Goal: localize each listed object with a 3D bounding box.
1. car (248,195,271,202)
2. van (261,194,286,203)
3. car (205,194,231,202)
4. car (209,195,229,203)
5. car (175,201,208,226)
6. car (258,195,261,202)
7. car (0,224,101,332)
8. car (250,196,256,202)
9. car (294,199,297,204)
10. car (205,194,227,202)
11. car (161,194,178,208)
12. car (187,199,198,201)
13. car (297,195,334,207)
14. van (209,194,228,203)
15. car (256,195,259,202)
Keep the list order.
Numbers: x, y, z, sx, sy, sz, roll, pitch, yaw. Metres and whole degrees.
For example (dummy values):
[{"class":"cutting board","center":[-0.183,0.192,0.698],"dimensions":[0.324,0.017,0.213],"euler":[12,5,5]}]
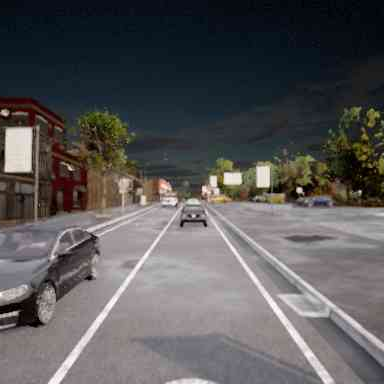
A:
[{"class":"car","center":[18.333,1.794,90.424],"dimensions":[5.566,2.045,2.435],"euler":[0,-2,-1]},{"class":"van","center":[18.408,1.418,73.792],"dimensions":[4.442,1.987,1.878],"euler":[0,-1,0]},{"class":"car","center":[6.067,1.647,74.333],"dimensions":[5.366,1.575,1.946],"euler":[0,-1,0]},{"class":"car","center":[6.259,1.577,77.254],"dimensions":[4.553,1.767,2.185],"euler":[0,-1,0]},{"class":"car","center":[0.094,1.568,23.482],"dimensions":[2.033,1.411,5.357],"euler":[0,0,0]},{"class":"car","center":[18.687,1.690,76.584],"dimensions":[5.366,1.575,1.946],"euler":[0,-1,0]},{"class":"car","center":[-3.353,1.498,7.111],"dimensions":[2.128,1.511,4.902],"euler":[0,0,0]},{"class":"car","center":[18.403,1.631,84.965],"dimensions":[5.566,2.045,2.435],"euler":[0,-2,-1]},{"class":"car","center":[18.668,1.529,52.996],"dimensions":[4.674,1.452,2.002],"euler":[0,0,0]},{"class":"car","center":[6.172,1.672,86.484],"dimensions":[5.566,2.045,2.435],"euler":[0,-2,-1]},{"class":"car","center":[-3.335,1.264,50.297],"dimensions":[2.150,2.045,5.566],"euler":[0,0,0]},{"class":"car","center":[0.086,1.560,39.898],"dimensions":[1.812,1.442,4.674],"euler":[0,0,0]},{"class":"car","center":[18.740,1.360,49.826],"dimensions":[4.553,1.767,2.185],"euler":[0,0,0]},{"class":"van","center":[6.318,1.543,80.294],"dimensions":[4.442,1.987,1.878],"euler":[0,-1,0]},{"class":"car","center":[18.665,1.744,79.245],"dimensions":[5.366,1.575,1.946],"euler":[0,-1,0]}]
